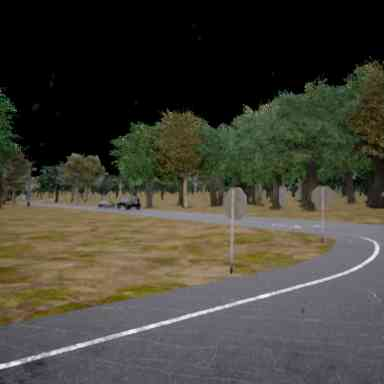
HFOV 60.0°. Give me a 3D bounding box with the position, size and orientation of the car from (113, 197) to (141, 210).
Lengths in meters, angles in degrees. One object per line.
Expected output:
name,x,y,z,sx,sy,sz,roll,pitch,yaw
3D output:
car,-9.936,1.753,52.174,2.150,2.045,5.566,2,-2,-34

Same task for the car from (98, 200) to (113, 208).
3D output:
car,-15.539,2.183,60.324,2.128,1.511,4.902,2,-2,-34
